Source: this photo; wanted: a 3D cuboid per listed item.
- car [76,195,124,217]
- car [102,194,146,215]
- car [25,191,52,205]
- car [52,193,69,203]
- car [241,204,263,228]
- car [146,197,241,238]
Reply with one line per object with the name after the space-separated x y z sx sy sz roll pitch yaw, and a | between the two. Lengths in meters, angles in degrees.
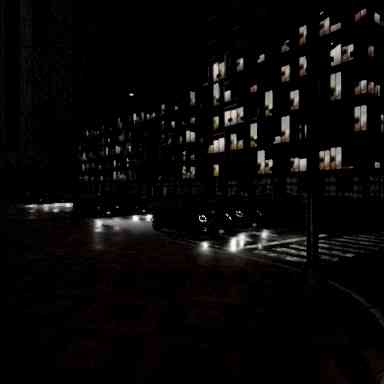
-7.407 1.156 25.776 1.895 1.301 4.718 0 1 -38 | car
-5.476 1.081 28.574 2.033 1.411 5.357 0 1 -38 | car
-19.108 0.714 40.724 1.837 1.490 4.892 0 1 -38 | car
-18.053 0.759 44.681 1.895 1.301 4.718 0 1 -38 | car
1.911 1.104 19.227 2.097 1.767 4.553 0 1 -38 | car
-0.075 1.124 16.497 2.097 1.767 4.553 0 1 -38 | car
